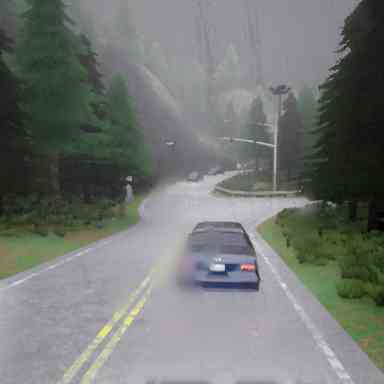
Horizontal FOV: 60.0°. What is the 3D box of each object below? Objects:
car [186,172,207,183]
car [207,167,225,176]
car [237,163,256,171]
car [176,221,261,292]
[{"bbox_3d":[0.510,-2.494,55.051,1.837,1.490,4.892,2,10,19],"label":"car"},{"bbox_3d":[4.573,-3.963,63.601,2.128,1.511,4.902,4,10,36],"label":"car"},{"bbox_3d":[11.804,-5.382,70.984,4.892,1.490,1.837,-9,9,-36],"label":"car"},{"bbox_3d":[0.732,1.509,9.003,2.033,1.411,5.357,0,0,5],"label":"car"}]
